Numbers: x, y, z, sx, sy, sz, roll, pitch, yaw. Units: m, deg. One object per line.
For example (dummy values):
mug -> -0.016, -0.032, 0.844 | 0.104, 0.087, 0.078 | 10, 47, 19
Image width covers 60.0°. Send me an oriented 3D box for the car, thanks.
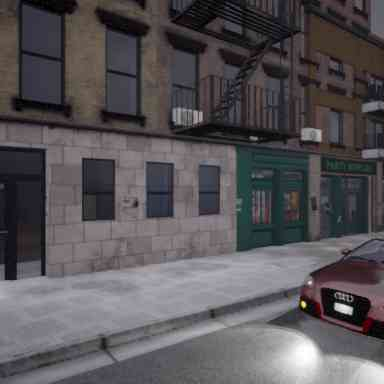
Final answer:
car -> 3.892, 1.568, 6.139 | 4.181, 1.385, 1.994 | 0, 0, -35
